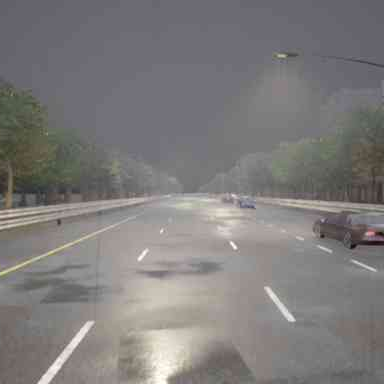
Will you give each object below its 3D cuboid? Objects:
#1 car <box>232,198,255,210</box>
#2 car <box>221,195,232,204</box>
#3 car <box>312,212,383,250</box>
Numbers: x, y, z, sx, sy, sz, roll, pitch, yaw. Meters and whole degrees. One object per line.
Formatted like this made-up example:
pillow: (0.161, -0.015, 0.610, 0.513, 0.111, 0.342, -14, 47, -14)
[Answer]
car: (6.998, 1.576, 44.001, 2.033, 1.411, 5.357, 0, 0, 0)
car: (7.054, 1.413, 66.887, 2.097, 1.767, 4.553, 0, 0, 0)
car: (6.996, 1.552, 14.407, 2.033, 1.411, 5.357, 0, 0, 0)
